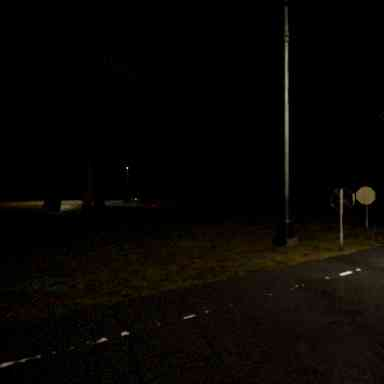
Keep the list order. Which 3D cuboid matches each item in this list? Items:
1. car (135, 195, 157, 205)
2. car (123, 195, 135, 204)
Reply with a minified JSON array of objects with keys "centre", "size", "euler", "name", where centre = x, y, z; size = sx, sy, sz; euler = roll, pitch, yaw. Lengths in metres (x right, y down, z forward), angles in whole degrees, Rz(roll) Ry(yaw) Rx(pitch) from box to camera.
[{"centre":[-7.831,1.579,58.849],"size":[1.837,1.490,4.892],"euler":[1,0,-33],"name":"car"},{"centre":[-11.731,1.421,64.677],"size":[2.097,1.767,4.553],"euler":[1,0,-34],"name":"car"}]
